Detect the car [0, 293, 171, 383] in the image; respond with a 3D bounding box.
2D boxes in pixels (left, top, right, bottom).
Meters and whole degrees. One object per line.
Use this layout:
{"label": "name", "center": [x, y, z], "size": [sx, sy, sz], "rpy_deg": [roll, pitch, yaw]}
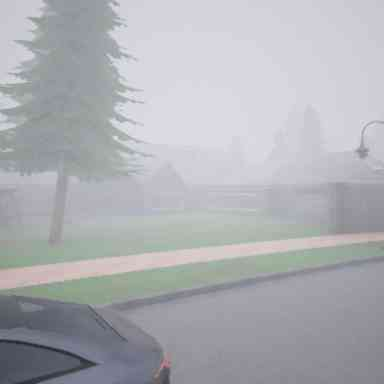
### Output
{"label": "car", "center": [-2.169, 1.550, 2.266], "size": [4.181, 1.385, 1.994], "rpy_deg": [0, 0, -34]}
